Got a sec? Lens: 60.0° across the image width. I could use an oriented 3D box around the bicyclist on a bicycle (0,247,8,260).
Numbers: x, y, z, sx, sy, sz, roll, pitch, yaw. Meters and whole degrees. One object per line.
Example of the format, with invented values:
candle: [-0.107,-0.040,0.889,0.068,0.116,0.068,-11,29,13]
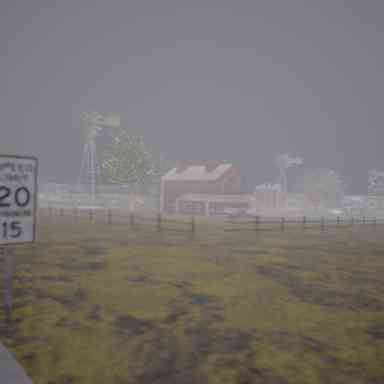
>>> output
bicyclist on a bicycle: [-7.050,1.593,11.491,1.656,1.620,0.582,3,-2,-42]
